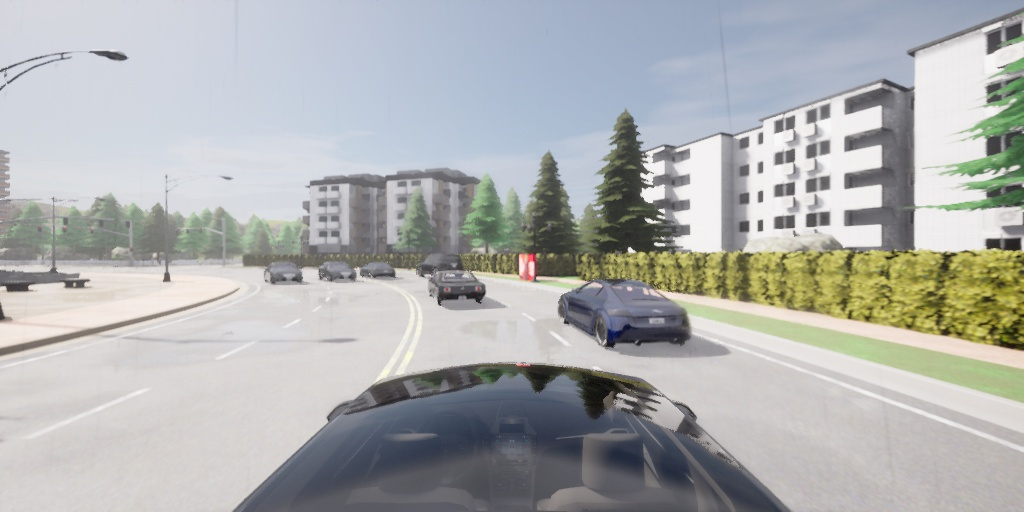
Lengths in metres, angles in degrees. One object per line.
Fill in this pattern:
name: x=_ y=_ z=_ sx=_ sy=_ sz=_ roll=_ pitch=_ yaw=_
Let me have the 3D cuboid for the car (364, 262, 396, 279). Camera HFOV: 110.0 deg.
car: x=-11.740 y=1.220 z=31.092 sx=1.994 sy=1.385 sz=4.181 roll=0 pitch=0 yaw=-41

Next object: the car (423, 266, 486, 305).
car: x=-2.615 y=1.300 z=15.826 sx=1.895 sy=1.301 sz=4.718 roll=0 pitch=0 yaw=-19

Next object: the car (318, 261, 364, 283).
car: x=-13.390 y=1.165 z=27.404 sx=2.128 sy=1.511 sz=4.902 roll=0 pitch=0 yaw=-41

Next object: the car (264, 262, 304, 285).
car: x=-16.123 y=1.179 z=25.272 sx=2.128 sy=1.511 sz=4.902 roll=0 pitch=0 yaw=-41

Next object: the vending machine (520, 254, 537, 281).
vending machine: x=1.147 y=0.849 z=25.725 sx=1.100 sy=2.100 sz=0.880 roll=0 pitch=0 yaw=-28

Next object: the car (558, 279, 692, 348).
car: x=2.602 y=1.279 z=9.244 sx=1.994 sy=1.385 sz=4.181 roll=0 pitch=0 yaw=-9

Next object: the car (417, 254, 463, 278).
car: x=-6.007 y=0.873 z=29.668 sx=2.150 sy=2.045 sz=5.566 roll=0 pitch=0 yaw=-36
